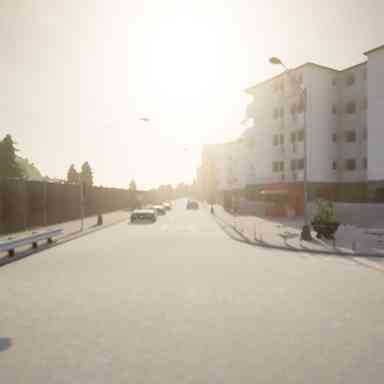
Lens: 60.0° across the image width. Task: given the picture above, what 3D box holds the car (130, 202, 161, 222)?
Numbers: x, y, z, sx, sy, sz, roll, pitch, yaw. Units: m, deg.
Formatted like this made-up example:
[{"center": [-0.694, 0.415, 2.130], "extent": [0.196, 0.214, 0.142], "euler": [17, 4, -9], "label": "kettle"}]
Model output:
[{"center": [-4.089, 1.850, 28.978], "extent": [1.994, 1.385, 4.181], "euler": [0, -1, 0], "label": "car"}]

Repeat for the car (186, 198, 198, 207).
[{"center": [0.011, 1.992, 64.959], "extent": [2.097, 1.767, 4.553], "euler": [0, -1, 0], "label": "car"}]

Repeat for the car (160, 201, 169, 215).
[{"center": [-4.088, 1.911, 39.064], "extent": [1.812, 1.442, 4.674], "euler": [0, -1, 0], "label": "car"}]

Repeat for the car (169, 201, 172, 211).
[{"center": [-4.047, 2.044, 50.410], "extent": [2.033, 1.411, 5.357], "euler": [0, -1, 0], "label": "car"}]

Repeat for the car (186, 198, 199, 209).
[{"center": [0.112, 2.106, 55.017], "extent": [1.994, 1.385, 4.181], "euler": [0, -1, 0], "label": "car"}]
